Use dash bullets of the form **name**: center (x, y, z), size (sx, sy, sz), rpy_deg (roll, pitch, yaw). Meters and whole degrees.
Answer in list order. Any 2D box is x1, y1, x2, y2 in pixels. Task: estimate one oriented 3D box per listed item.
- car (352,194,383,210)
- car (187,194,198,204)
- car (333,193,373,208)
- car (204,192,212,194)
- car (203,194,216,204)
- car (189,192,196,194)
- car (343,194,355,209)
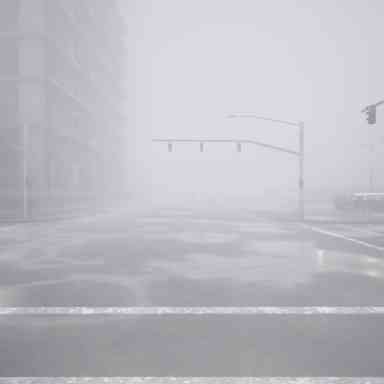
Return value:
- **car**: center (25.250, 1.451, 46.673), size (3.806, 1.475, 1.970), rpy_deg (0, 0, 1)
- **car**: center (0.057, 1.547, 63.467), size (2.033, 1.411, 5.357), rpy_deg (0, 0, 0)
- **car**: center (25.273, 1.209, 52.251), size (4.605, 1.855, 1.932), rpy_deg (0, 0, 1)
- **car**: center (3.619, 1.087, 73.898), size (2.150, 2.045, 5.566), rpy_deg (0, 0, 0)
- **car**: center (3.559, 1.526, 63.863), size (1.812, 1.442, 4.674), rpy_deg (0, 0, 0)
- **car**: center (0.119, 1.087, 73.919), size (2.150, 2.045, 5.566), rpy_deg (0, 0, 0)
- **car**: center (25.288, 1.419, 49.568), size (3.905, 1.438, 1.784), rpy_deg (0, 0, 1)
